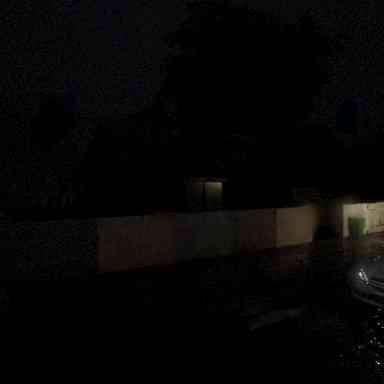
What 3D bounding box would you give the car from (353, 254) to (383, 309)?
[{"bbox_3d":[5.153,1.467,6.654,4.674,1.442,1.812,0,0,-35],"label":"car"}]
